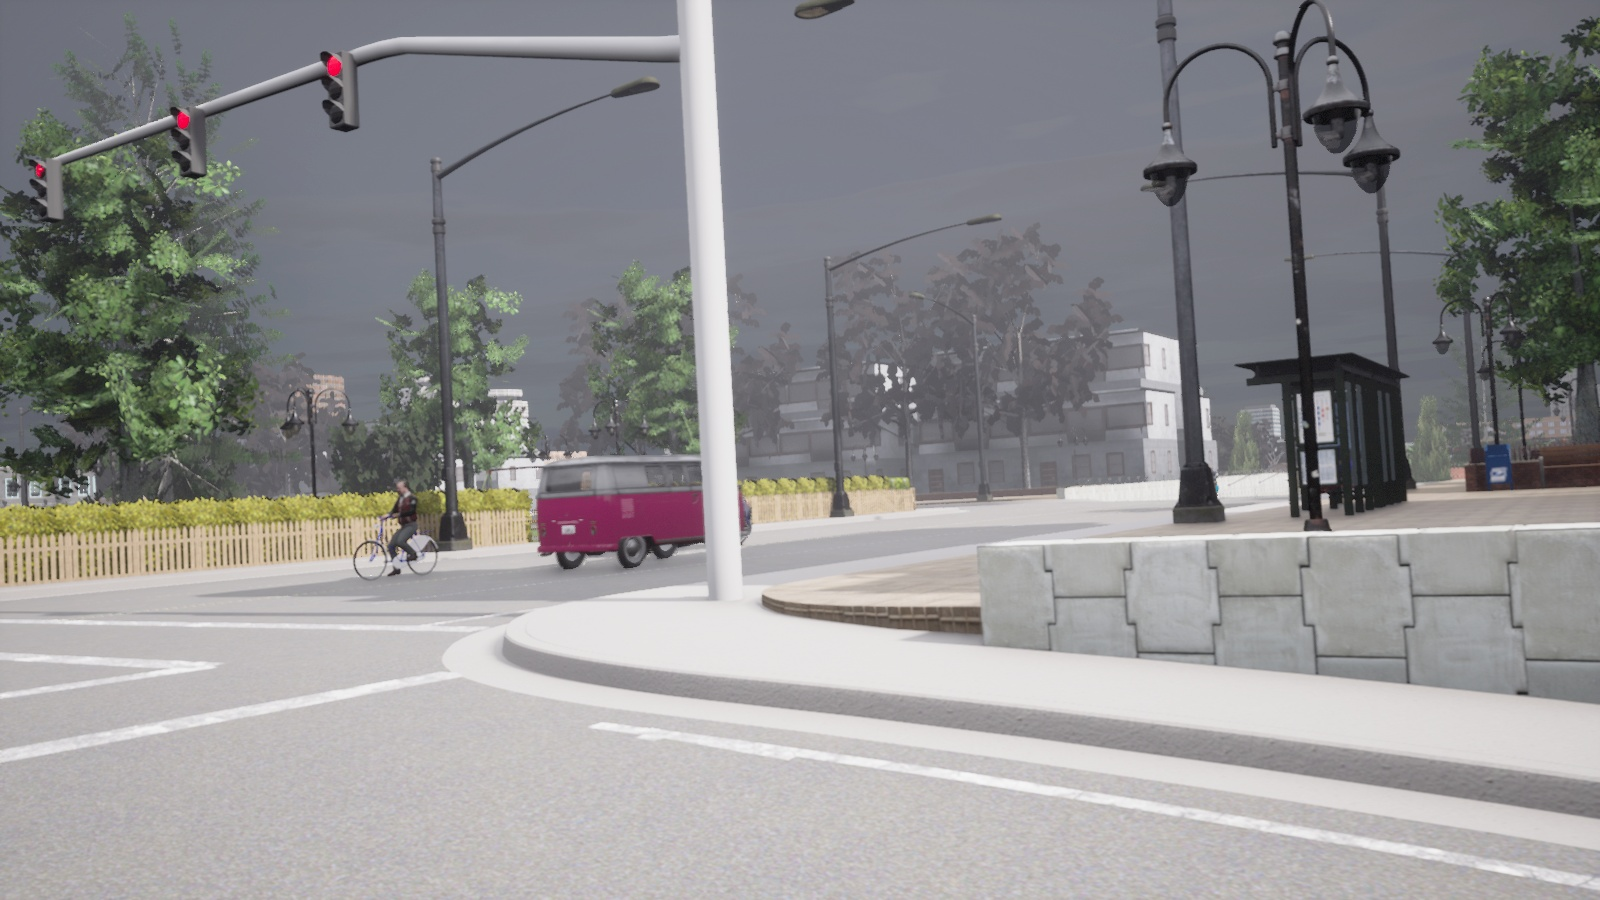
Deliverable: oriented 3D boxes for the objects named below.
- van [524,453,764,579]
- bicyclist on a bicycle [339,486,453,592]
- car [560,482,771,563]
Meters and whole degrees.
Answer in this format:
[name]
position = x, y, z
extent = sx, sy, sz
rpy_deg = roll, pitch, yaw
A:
[van]
position = -2.750, 1.143, 23.128
extent = 1.775, 1.987, 4.442
rpy_deg = -6, -3, 34
[bicyclist on a bicycle]
position = -7.278, 1.579, 22.674
extent = 0.659, 1.776, 1.843
rpy_deg = -6, -3, 34
[car]
position = -2.984, 1.622, 28.929
extent = 2.163, 1.488, 4.792
rpy_deg = -6, -3, 34
